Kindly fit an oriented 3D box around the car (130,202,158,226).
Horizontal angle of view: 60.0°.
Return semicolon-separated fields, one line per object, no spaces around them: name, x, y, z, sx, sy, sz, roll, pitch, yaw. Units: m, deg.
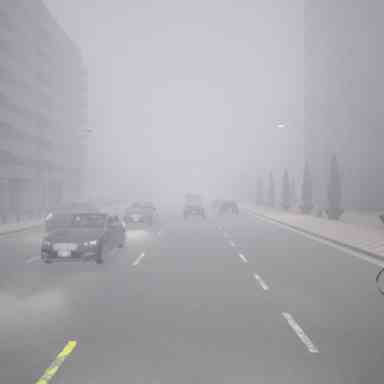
car;-3.550;1.487;23.623;2.128;1.511;4.902;0;0;0

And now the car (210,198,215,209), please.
car;3.663;1.494;45.585;1.837;1.490;4.892;0;0;1

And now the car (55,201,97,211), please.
car;-7.021;1.347;20.124;2.097;1.767;4.553;0;0;1

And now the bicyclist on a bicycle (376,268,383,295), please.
bicyclist on a bicycle;4.692;1.425;7.022;1.656;1.620;0.582;-1;0;0

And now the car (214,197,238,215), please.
car;3.651;1.497;34.369;1.837;1.490;4.892;0;0;1

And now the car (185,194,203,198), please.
car;0.220;1.211;43.801;2.150;2.045;5.566;0;0;0

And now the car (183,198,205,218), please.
car;0.174;1.520;29.779;1.812;1.442;4.674;0;-1;1

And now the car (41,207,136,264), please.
car;-3.610;1.490;11.869;2.128;1.511;4.902;0;0;0
